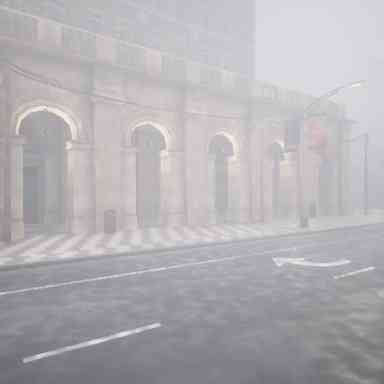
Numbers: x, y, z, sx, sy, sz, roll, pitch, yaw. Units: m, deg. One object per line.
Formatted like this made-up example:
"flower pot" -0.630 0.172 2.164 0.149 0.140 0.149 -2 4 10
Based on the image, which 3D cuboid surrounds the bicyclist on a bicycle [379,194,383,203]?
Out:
"bicyclist on a bicycle" 36.491 1.299 64.282 1.656 1.620 0.582 0 0 -36
